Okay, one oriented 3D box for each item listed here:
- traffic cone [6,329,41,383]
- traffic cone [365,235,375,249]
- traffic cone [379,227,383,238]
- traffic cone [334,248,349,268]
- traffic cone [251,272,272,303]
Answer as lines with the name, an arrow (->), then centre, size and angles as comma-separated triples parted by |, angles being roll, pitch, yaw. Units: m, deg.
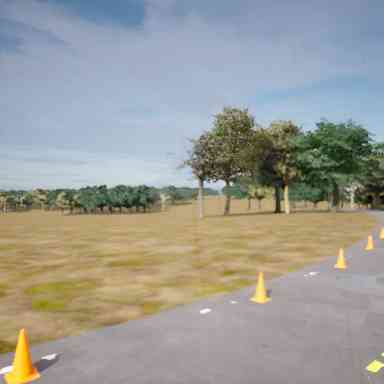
traffic cone -> -2.103, 2.004, 4.144 | 0.340, 0.580, 0.340 | 0, -1, -37
traffic cone -> 7.701, 2.155, 14.364 | 0.340, 0.580, 0.340 | -1, -1, 36
traffic cone -> 10.556, 2.242, 18.391 | 0.340, 0.580, 0.340 | -1, -2, 35
traffic cone -> 4.764, 2.084, 10.598 | 0.340, 0.580, 0.340 | -1, -1, 41
traffic cone -> 1.499, 2.034, 7.192 | 0.340, 0.580, 0.340 | 1, -1, -43
